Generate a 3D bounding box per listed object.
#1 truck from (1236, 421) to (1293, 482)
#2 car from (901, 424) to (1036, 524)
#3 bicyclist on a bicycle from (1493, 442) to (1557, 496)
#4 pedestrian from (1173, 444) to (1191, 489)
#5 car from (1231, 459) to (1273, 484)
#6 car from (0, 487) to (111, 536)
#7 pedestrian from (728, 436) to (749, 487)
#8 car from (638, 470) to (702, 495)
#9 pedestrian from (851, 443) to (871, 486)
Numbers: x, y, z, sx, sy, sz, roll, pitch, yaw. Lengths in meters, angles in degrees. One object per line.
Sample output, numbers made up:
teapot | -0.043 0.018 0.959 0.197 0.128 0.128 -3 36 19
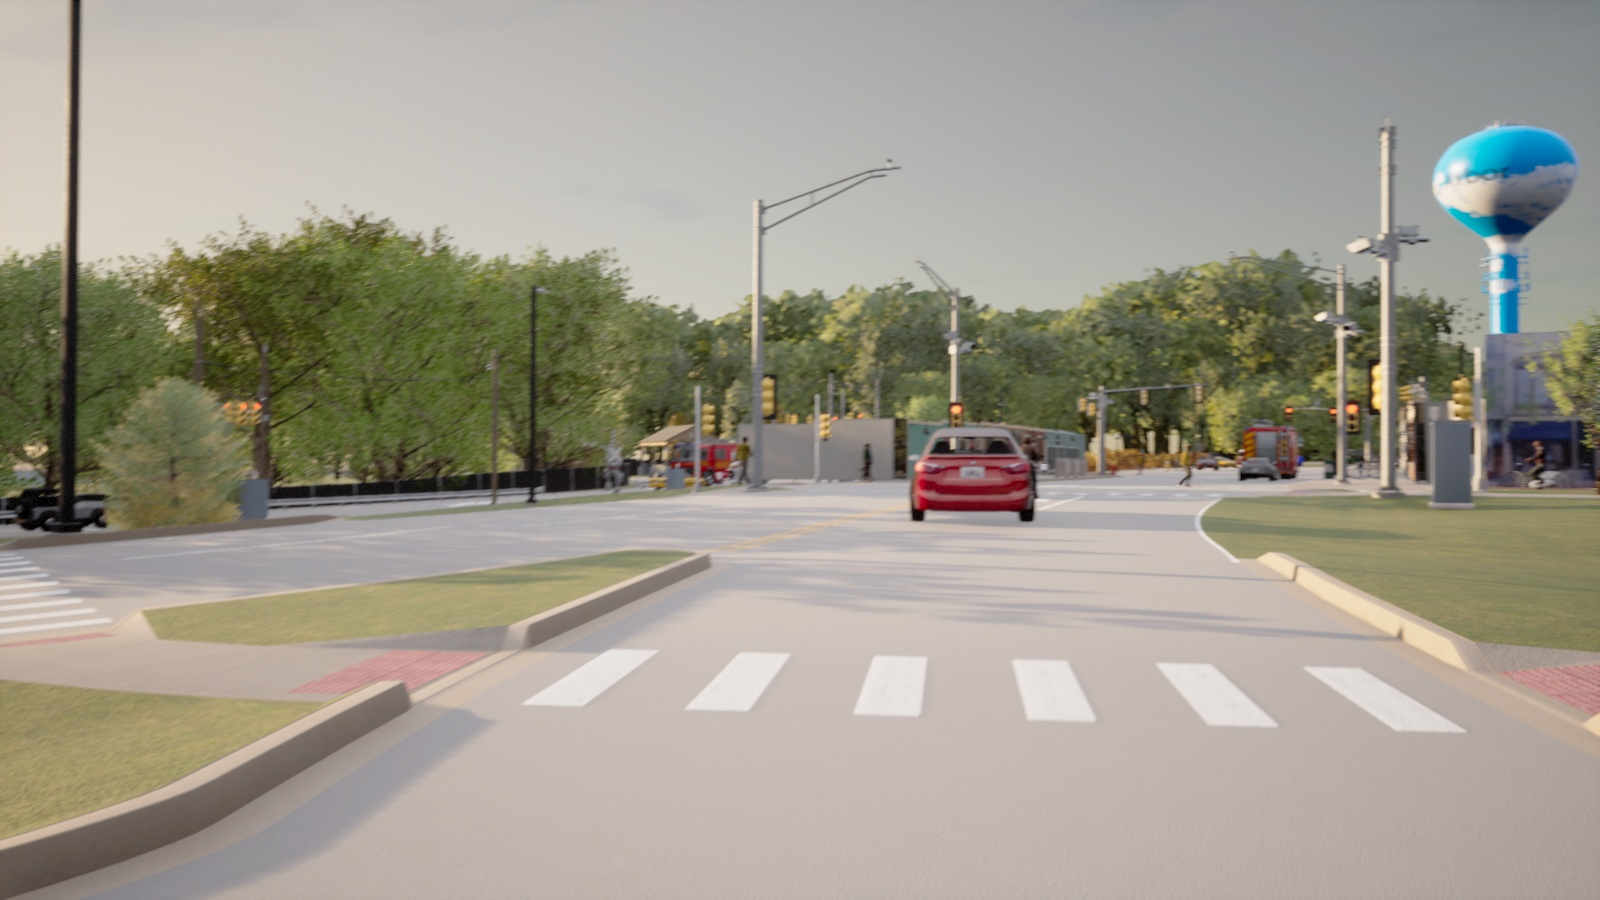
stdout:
truck | 30.902 0.128 83.306 2.891 3.827 8.468 0 -1 25
car | 3.045 0.379 23.413 2.242 1.667 4.611 0 0 6
bicyclist on a bicycle | 24.372 0.633 42.229 1.843 1.776 0.659 0 -1 30
pedestrian | 15.823 0.677 52.016 0.726 1.835 0.370 0 -1 21
car | 26.541 1.254 73.713 1.994 1.385 4.181 0 -1 25
car | -32.530 2.636 54.803 1.905 1.878 3.866 0 1 31
pedestrian | -2.215 0.426 45.282 0.431 1.840 0.709 0 -1 27
car | -9.523 2.361 92.397 1.801 1.575 5.366 0 1 31
pedestrian | 2.805 0.653 57.526 0.788 1.949 0.423 -1 -1 40
